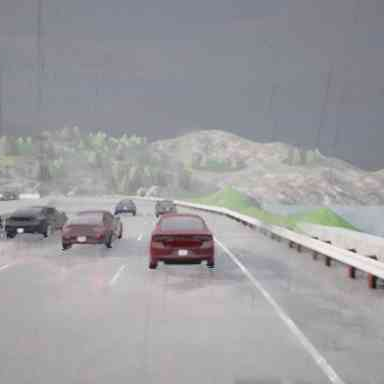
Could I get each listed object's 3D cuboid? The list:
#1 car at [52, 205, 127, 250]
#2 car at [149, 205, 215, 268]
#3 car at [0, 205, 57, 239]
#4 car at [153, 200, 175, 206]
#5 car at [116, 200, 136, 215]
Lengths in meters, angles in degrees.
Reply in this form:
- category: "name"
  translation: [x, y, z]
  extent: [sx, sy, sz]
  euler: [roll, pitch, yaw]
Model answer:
- category: "car"
  translation: [-4.080, 1.481, 14.040]
  extent: [1.812, 1.442, 4.674]
  euler: [0, 0, -4]
- category: "car"
  translation: [-0.370, 1.435, 11.219]
  extent: [1.882, 1.535, 5.008]
  euler: [0, 0, -3]
- category: "car"
  translation: [-7.865, 1.456, 17.229]
  extent: [1.837, 1.490, 4.892]
  euler: [0, 0, -5]
- category: "car"
  translation: [-2.379, 1.439, 29.640]
  extent: [2.033, 1.411, 5.357]
  euler: [0, 0, -9]
- category: "car"
  translation: [-6.422, 1.454, 32.385]
  extent: [1.994, 1.385, 4.181]
  euler: [0, 0, -10]
